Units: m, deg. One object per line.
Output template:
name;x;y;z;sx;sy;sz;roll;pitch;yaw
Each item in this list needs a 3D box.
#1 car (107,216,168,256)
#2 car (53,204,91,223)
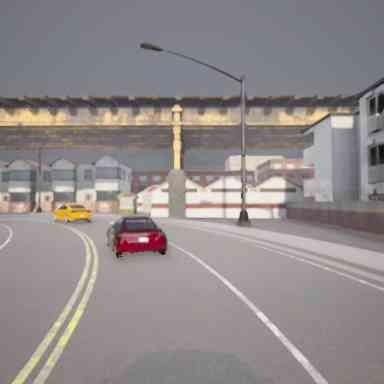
car;-2.371;1.674;13.734;1.994;1.385;4.181;0;0;-19
car;-10.149;1.743;28.016;1.882;1.535;5.008;1;-1;-39
